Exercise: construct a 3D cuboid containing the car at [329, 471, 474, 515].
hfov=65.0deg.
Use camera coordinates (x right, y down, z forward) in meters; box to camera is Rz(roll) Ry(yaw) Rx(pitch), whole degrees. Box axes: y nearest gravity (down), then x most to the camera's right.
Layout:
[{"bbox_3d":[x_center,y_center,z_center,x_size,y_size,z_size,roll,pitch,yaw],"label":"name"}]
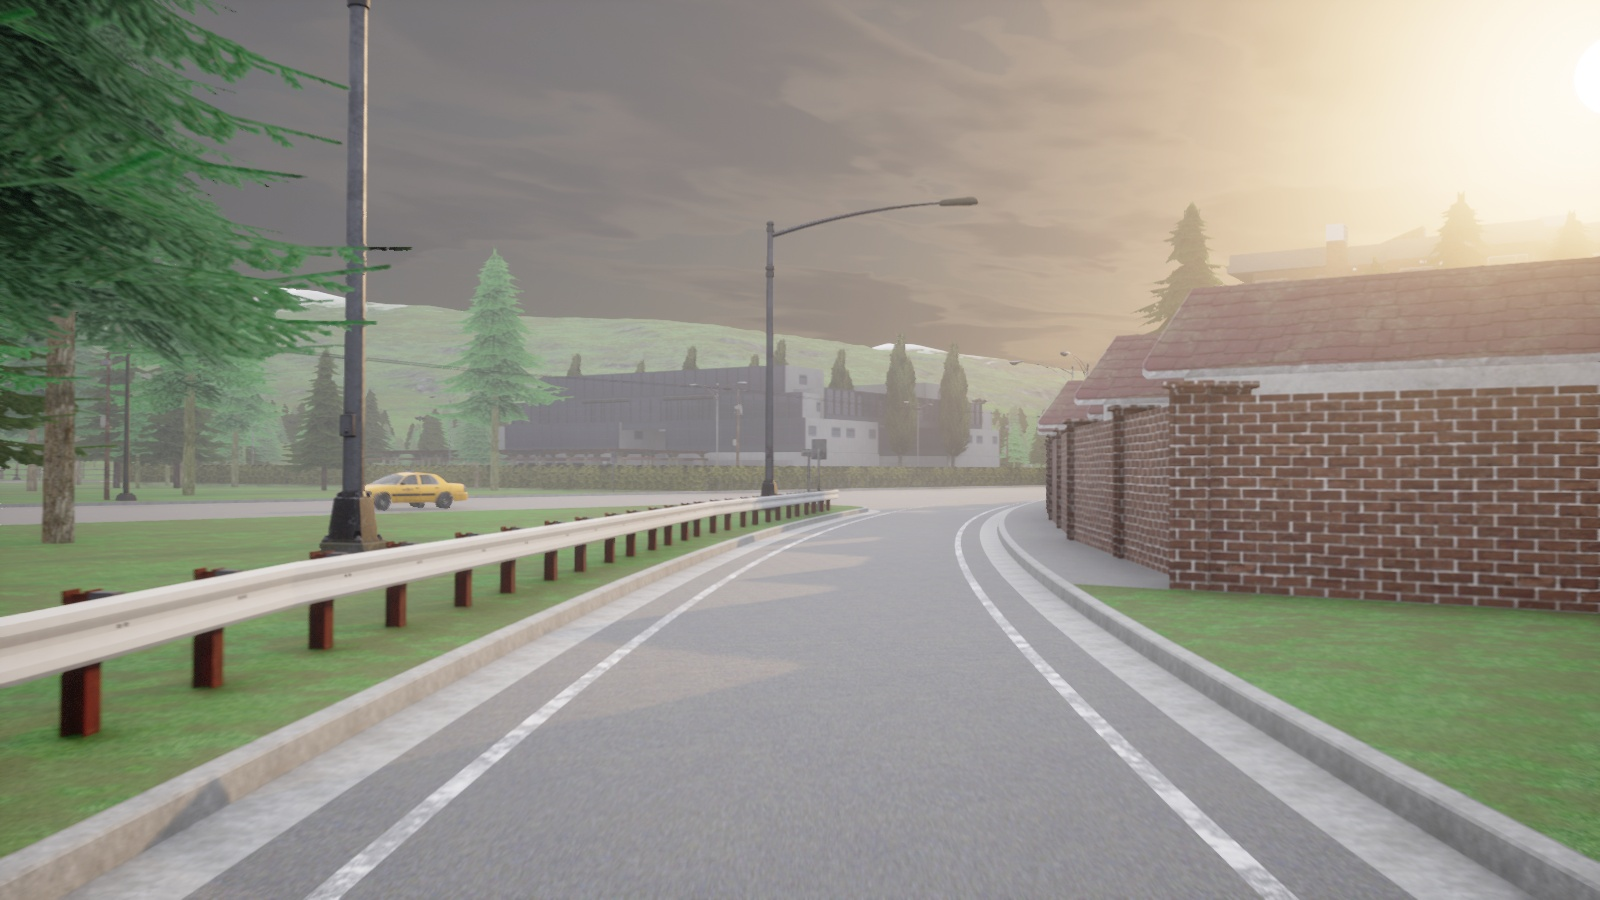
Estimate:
[{"bbox_3d":[-15.315,1.627,48.598,1.801,1.575,5.366,-1,-1,35],"label":"car"}]
